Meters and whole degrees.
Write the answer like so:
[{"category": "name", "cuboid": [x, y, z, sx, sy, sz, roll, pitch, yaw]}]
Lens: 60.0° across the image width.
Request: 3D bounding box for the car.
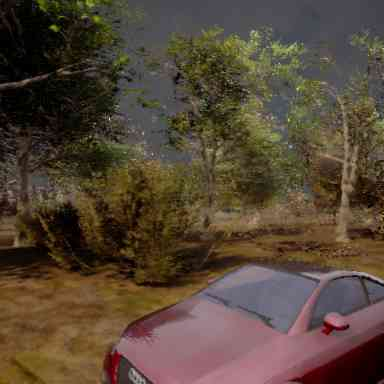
[{"category": "car", "cuboid": [1.125, 1.574, 3.978, 4.181, 1.385, 1.994, 0, 0, -36]}]
